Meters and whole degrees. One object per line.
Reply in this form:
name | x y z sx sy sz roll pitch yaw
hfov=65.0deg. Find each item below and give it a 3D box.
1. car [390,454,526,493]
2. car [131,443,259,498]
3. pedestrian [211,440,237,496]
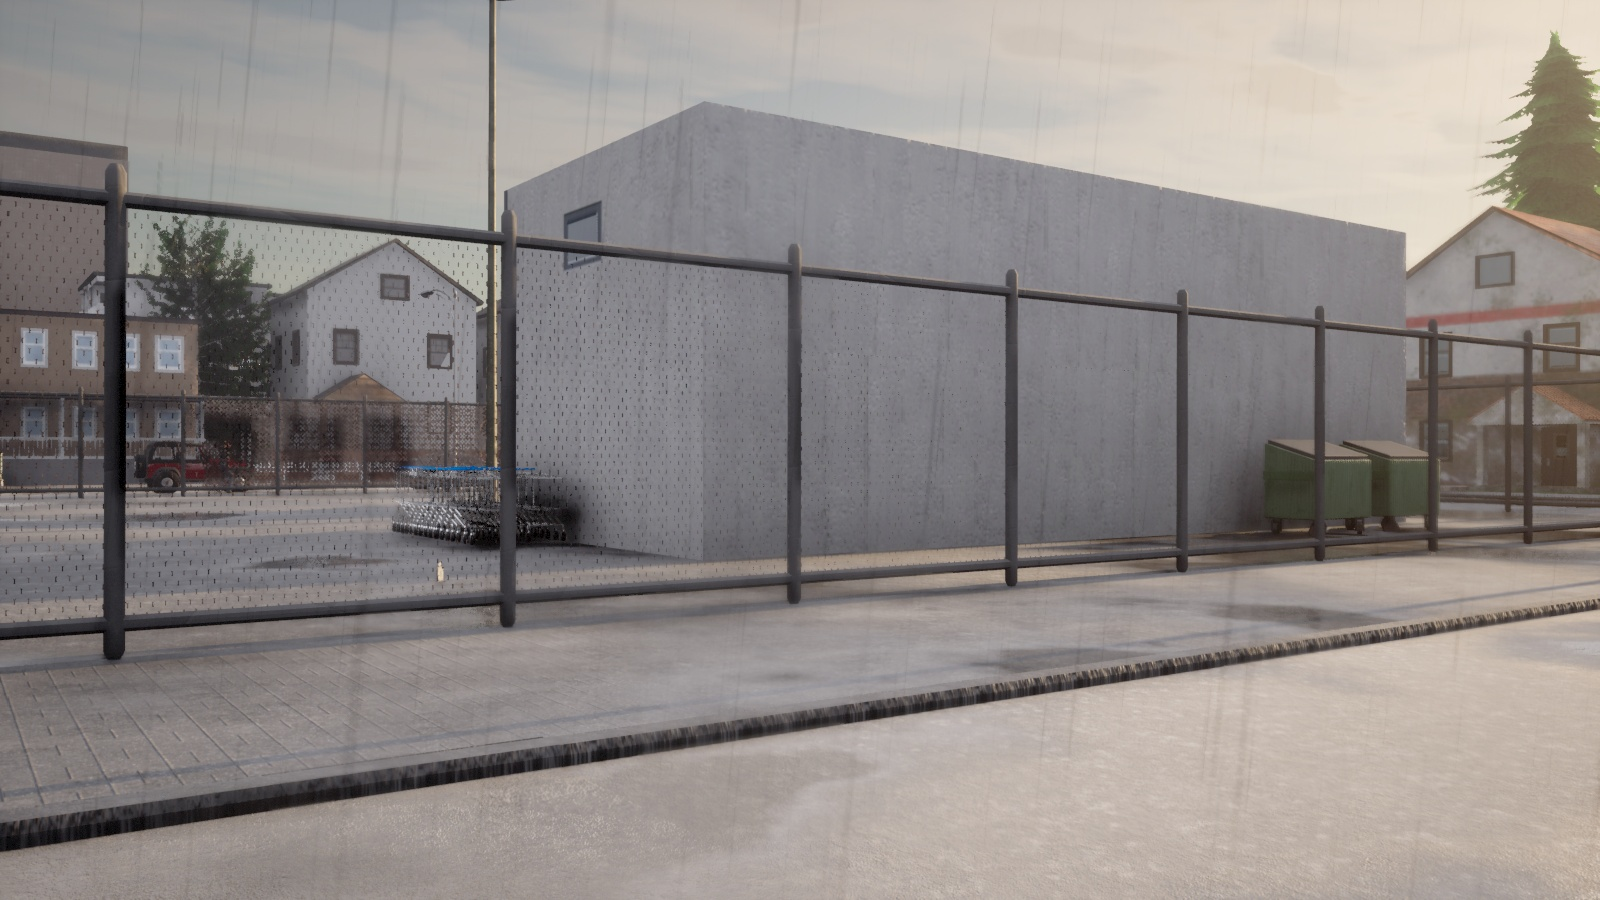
car | -13.605 0.901 50.073 4.892 1.490 1.837 0 0 -33
car | -21.459 0.695 44.568 3.866 1.878 1.905 0 0 -34
pedestrian | -18.929 0.596 41.285 0.354 1.836 0.706 0 0 43
